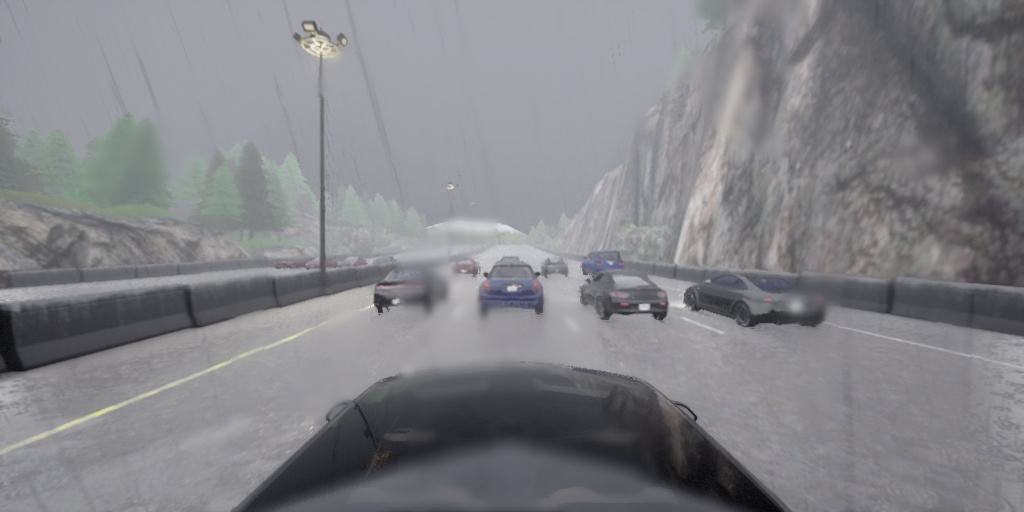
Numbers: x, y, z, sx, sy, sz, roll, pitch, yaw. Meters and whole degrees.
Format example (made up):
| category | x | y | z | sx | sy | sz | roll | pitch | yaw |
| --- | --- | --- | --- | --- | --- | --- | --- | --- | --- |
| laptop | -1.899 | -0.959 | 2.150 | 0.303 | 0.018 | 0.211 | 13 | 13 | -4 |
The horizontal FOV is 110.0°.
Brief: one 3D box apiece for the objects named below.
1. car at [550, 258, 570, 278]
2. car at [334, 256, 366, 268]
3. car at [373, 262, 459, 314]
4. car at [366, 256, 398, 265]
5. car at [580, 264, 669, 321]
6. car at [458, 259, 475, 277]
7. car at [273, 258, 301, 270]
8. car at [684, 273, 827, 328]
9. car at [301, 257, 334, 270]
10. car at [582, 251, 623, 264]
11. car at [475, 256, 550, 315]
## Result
| category | x | y | z | sx | sy | sz | roll | pitch | yaw |
| --- | --- | --- | --- | --- | --- | --- | --- | --- | --- |
| car | 3.357 | 0.882 | 28.491 | 2.128 | 1.511 | 4.902 | 0 | 1 | 0 |
| car | -17.933 | 0.784 | 40.720 | 1.812 | 1.442 | 4.674 | 0 | 1 | 0 |
| car | -3.503 | 1.146 | 13.291 | 2.128 | 1.511 | 4.902 | 0 | 1 | 0 |
| car | -14.434 | 0.745 | 40.742 | 1.837 | 1.490 | 4.892 | 0 | 1 | 0 |
| car | 3.506 | 1.161 | 11.820 | 1.812 | 1.442 | 4.674 | 0 | 1 | 0 |
| car | -3.648 | 0.936 | 29.477 | 1.812 | 1.442 | 4.674 | 0 | 1 | 0 |
| car | -24.931 | 0.892 | 40.950 | 1.895 | 1.301 | 4.718 | 0 | 1 | 0 |
| car | 7.009 | 1.191 | 10.870 | 1.994 | 1.385 | 4.181 | 0 | 1 | 0 |
| car | -21.431 | 0.804 | 40.683 | 1.812 | 1.442 | 4.674 | 0 | 1 | 0 |
| car | 6.865 | 0.607 | 27.626 | 2.150 | 2.045 | 5.566 | 0 | 1 | 0 |
| car | -0.004 | 0.990 | 13.115 | 2.097 | 1.767 | 4.553 | 0 | 1 | 0 |
